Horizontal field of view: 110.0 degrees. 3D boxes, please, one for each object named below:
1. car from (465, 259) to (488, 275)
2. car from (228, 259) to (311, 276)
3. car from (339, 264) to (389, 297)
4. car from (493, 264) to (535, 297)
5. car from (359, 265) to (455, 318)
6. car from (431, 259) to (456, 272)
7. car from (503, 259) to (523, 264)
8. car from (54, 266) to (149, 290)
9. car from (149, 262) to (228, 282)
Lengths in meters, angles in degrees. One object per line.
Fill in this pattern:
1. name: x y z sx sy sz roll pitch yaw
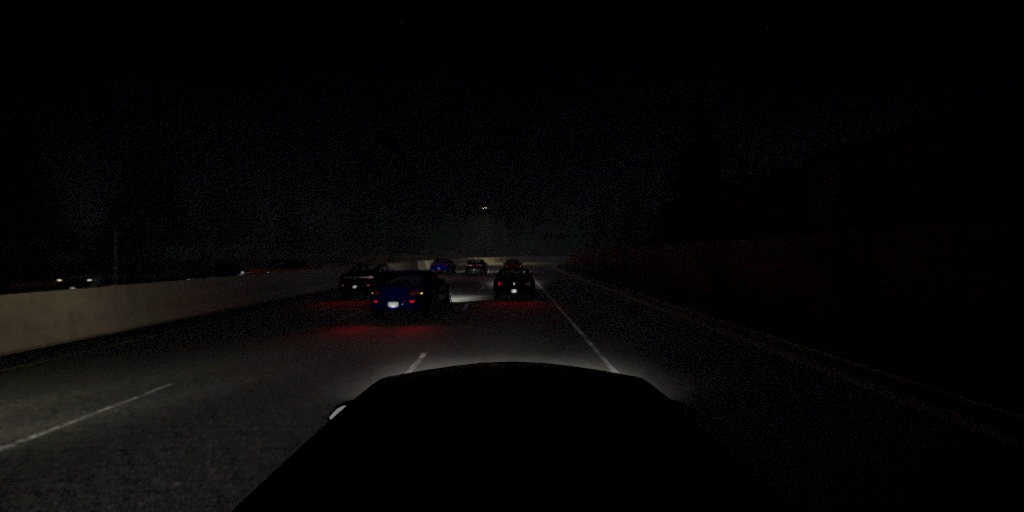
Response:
1. car: -3.402 1.027 34.640 2.128 1.511 4.902 0 0 0
2. car: -14.100 0.972 21.564 2.097 1.767 4.553 0 0 0
3. car: -6.901 1.134 18.166 2.128 1.511 4.902 0 0 0
4. car: 0.097 1.244 18.040 1.895 1.301 4.718 0 0 0
5. car: -3.401 1.205 12.572 1.812 1.442 4.674 0 0 0
6. car: -6.902 1.002 36.235 1.882 1.535 5.008 0 0 0
7. car: 0.084 1.054 35.721 1.812 1.442 4.674 0 0 0
8. car: -21.101 1.235 19.428 1.895 1.301 4.718 0 0 0
9. car: -17.601 1.130 20.854 1.837 1.490 4.892 0 0 0
